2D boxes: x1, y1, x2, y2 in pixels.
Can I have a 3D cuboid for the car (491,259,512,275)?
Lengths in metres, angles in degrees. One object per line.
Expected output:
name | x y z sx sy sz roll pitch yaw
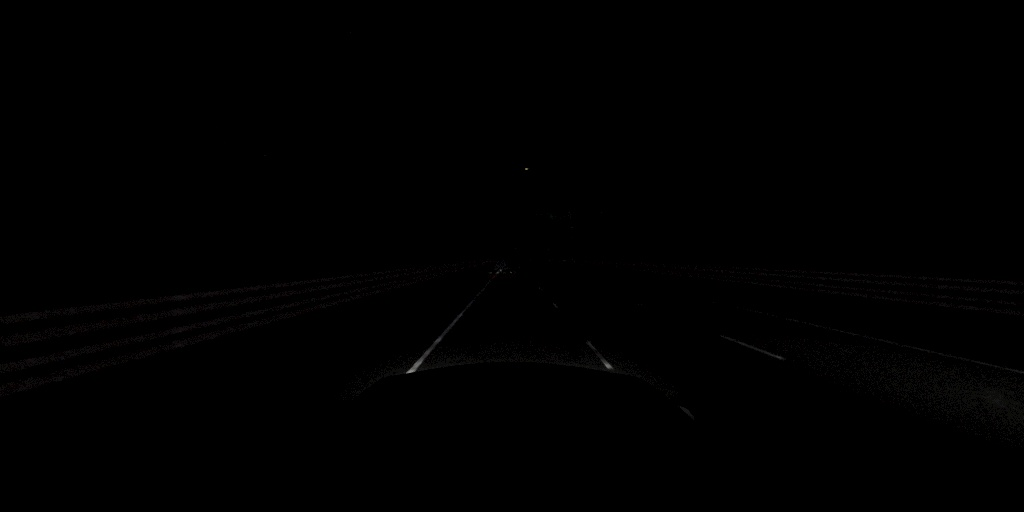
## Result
car | -1.209 1.315 40.471 1.812 1.442 4.674 0 0 0

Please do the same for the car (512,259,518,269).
car | 0.028 1.395 60.125 1.994 1.385 4.181 0 0 0
